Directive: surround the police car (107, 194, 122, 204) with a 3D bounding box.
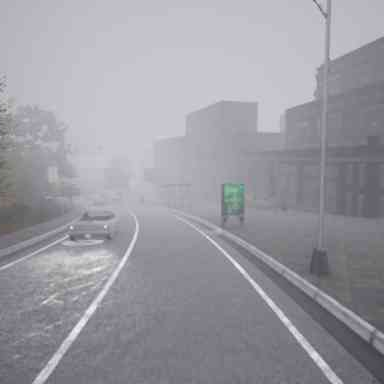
[{"bbox_3d":[-15.883,1.534,69.230,1.930,1.638,5.238,-2,0,-22],"label":"police car"}]

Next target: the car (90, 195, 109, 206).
[{"bbox_3d":[-15.960,1.739,57.279,1.812,1.442,4.674,-2,1,-21],"label":"car"}]

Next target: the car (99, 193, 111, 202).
[{"bbox_3d":[-21.928,1.448,84.036,2.150,2.045,5.566,-2,0,-22],"label":"car"}]

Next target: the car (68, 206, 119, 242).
[{"bbox_3d":[-4.793,1.623,16.687,1.895,1.301,4.718,-1,0,-7],"label":"car"}]
